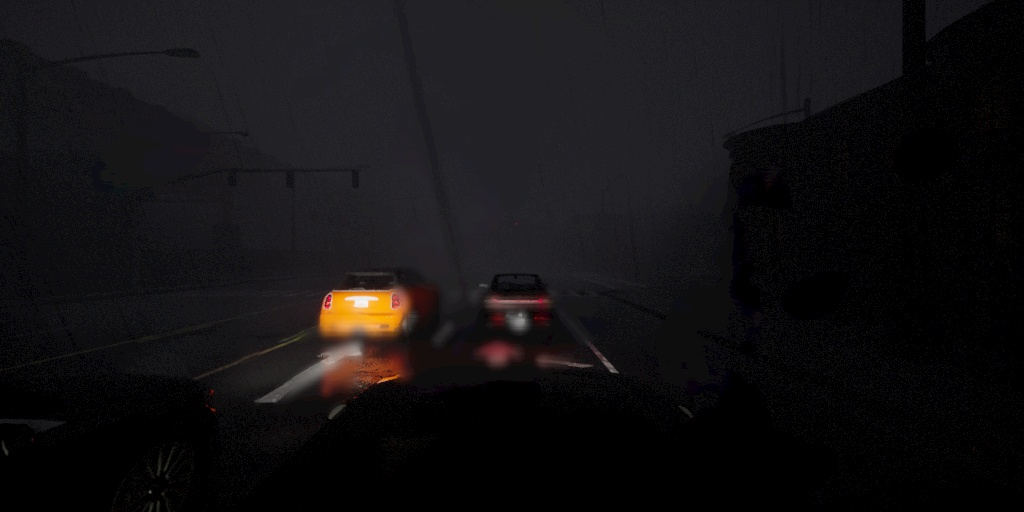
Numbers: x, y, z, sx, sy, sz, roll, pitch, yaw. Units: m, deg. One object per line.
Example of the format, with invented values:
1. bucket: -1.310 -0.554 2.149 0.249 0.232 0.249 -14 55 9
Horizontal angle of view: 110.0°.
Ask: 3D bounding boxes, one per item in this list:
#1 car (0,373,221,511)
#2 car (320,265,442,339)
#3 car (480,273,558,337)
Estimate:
1. car: -3.400 1.242 1.061 2.128 1.511 4.902 0 0 0
2. car: -3.393 1.098 10.211 2.097 1.767 4.553 0 0 0
3. car: 0.116 1.238 10.252 2.128 1.511 4.902 0 0 -1
